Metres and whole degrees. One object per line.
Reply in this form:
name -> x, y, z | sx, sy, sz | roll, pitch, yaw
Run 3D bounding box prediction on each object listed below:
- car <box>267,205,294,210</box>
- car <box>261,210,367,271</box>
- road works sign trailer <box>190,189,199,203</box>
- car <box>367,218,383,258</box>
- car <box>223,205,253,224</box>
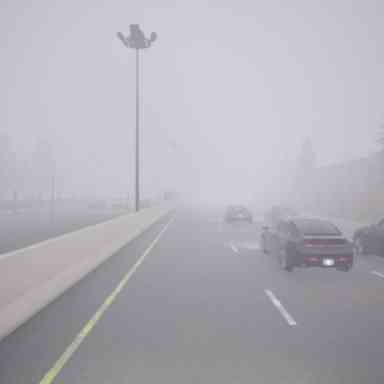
car -> 7.080, 1.724, 26.588 | 1.994, 1.385, 4.181 | 0, 0, 0
car -> 3.572, 1.574, 11.089 | 1.837, 1.490, 4.892 | 0, 0, 0
road works sign trailer -> 0.706, 0.986, 86.712 | 2.380, 3.560, 2.880 | 0, 0, 10
car -> 7.069, 1.415, 10.670 | 2.097, 1.767, 4.553 | 0, 0, 0
car -> 3.579, 1.724, 26.524 | 1.994, 1.385, 4.181 | 0, 0, 0
